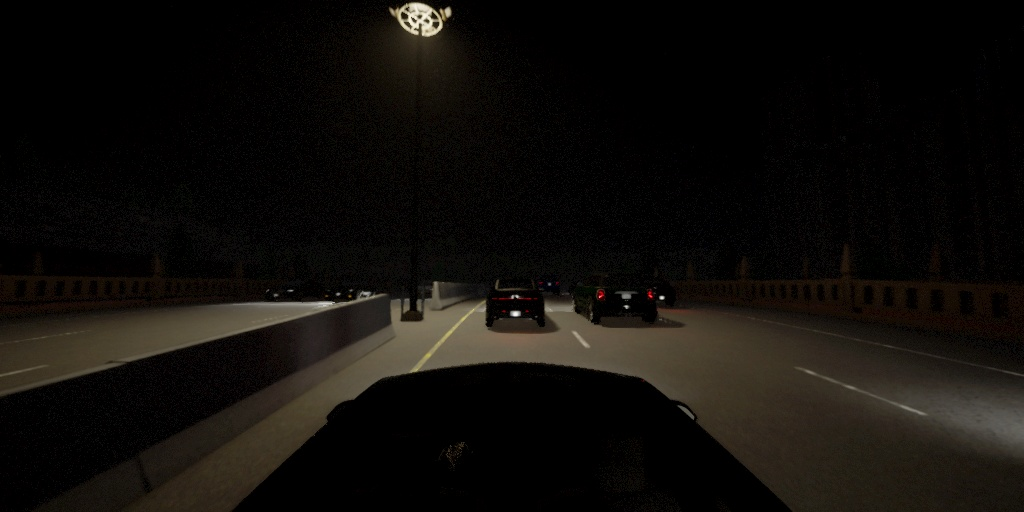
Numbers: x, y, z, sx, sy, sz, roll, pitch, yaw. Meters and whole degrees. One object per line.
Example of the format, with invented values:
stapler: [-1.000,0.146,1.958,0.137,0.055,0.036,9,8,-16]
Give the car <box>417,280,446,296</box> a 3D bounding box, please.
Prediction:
car: [-7.091,2.793,30.612,1.812,1.442,4.674,0,-5,0]

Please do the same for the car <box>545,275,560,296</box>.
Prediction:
car: [3.608,3.003,37.029,2.150,2.045,5.566,0,-5,0]

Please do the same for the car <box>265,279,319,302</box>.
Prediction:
car: [-14.095,2.243,23.745,1.812,1.442,4.674,0,-5,0]

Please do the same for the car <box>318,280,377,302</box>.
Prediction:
car: [-10.594,2.291,23.856,1.994,1.385,4.181,0,-5,0]

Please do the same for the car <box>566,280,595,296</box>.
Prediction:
car: [7.108,3.337,37.815,2.128,1.511,4.902,0,-5,0]

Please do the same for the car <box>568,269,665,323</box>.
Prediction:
car: [3.602,1.391,13.405,2.097,1.767,4.553,0,-3,0]

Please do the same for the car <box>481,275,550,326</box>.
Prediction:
car: [0.103,1.512,12.734,1.837,1.490,4.892,0,-2,0]

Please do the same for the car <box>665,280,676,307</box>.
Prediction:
car: [7.104,1.891,19.421,1.837,1.490,4.892,0,-4,0]
